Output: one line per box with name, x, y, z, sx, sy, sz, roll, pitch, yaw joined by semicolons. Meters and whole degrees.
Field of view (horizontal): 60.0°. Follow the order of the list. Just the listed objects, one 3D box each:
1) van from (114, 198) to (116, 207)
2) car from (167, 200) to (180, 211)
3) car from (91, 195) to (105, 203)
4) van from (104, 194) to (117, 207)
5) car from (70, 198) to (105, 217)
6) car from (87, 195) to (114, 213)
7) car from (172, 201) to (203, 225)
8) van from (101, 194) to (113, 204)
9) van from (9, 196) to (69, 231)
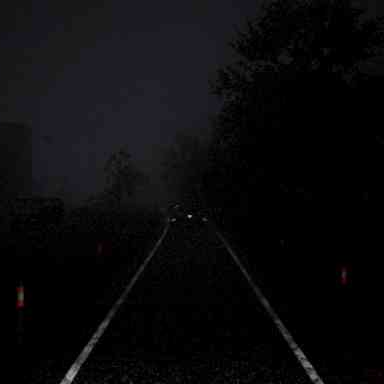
van;-11.103;1.341;42.293;1.878;1.987;4.442;1;-1;-10
car;-2.068;1.663;41.789;1.994;1.385;4.181;0;0;-8
car;-24.096;1.770;85.015;2.435;2.045;5.566;2;-2;-25
van;-13.151;1.388;53.290;1.878;1.987;4.442;1;-2;-15
car;-9.868;1.579;31.299;2.002;1.452;4.674;1;-1;-5
car;-10.391;1.302;36.837;2.435;2.045;5.566;1;-1;-9
car;-0.277;1.643;24.875;1.994;1.385;4.181;0;0;-3
van;-17.738;1.540;69.409;1.878;1.987;4.442;2;-2;-21
van;-9.254;1.275;20.063;1.878;1.987;4.442;0;-1;-2
